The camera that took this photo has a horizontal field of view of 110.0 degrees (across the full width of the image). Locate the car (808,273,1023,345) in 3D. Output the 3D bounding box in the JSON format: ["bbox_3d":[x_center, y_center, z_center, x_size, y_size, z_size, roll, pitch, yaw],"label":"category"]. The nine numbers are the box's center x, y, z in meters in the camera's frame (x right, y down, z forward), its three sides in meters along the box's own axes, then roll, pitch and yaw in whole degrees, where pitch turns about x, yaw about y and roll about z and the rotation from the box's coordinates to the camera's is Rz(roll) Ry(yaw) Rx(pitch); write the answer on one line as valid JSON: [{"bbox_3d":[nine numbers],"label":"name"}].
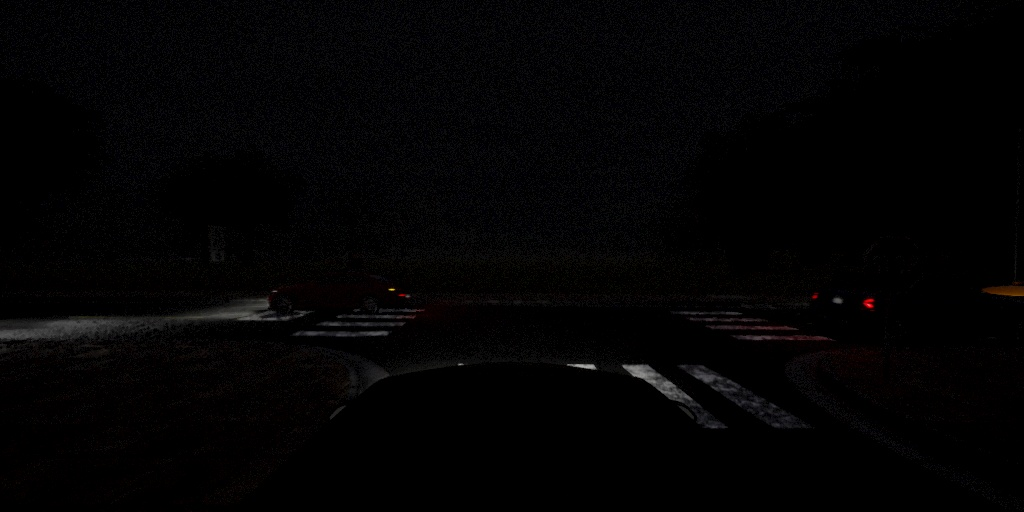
[{"bbox_3d":[10.929,1.247,9.697,4.553,1.767,2.097,0,1,0],"label":"car"}]

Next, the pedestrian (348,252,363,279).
[{"bbox_3d":[-6.832,0.750,15.595,0.375,1.860,0.375,0,1,0],"label":"pedestrian"}]

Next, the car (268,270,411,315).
[{"bbox_3d":[-5.979,1.207,12.681,4.674,1.442,1.812,0,1,0],"label":"car"}]

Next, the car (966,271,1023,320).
[{"bbox_3d":[19.722,1.387,12.621,5.008,1.535,1.882,1,1,0],"label":"car"}]
